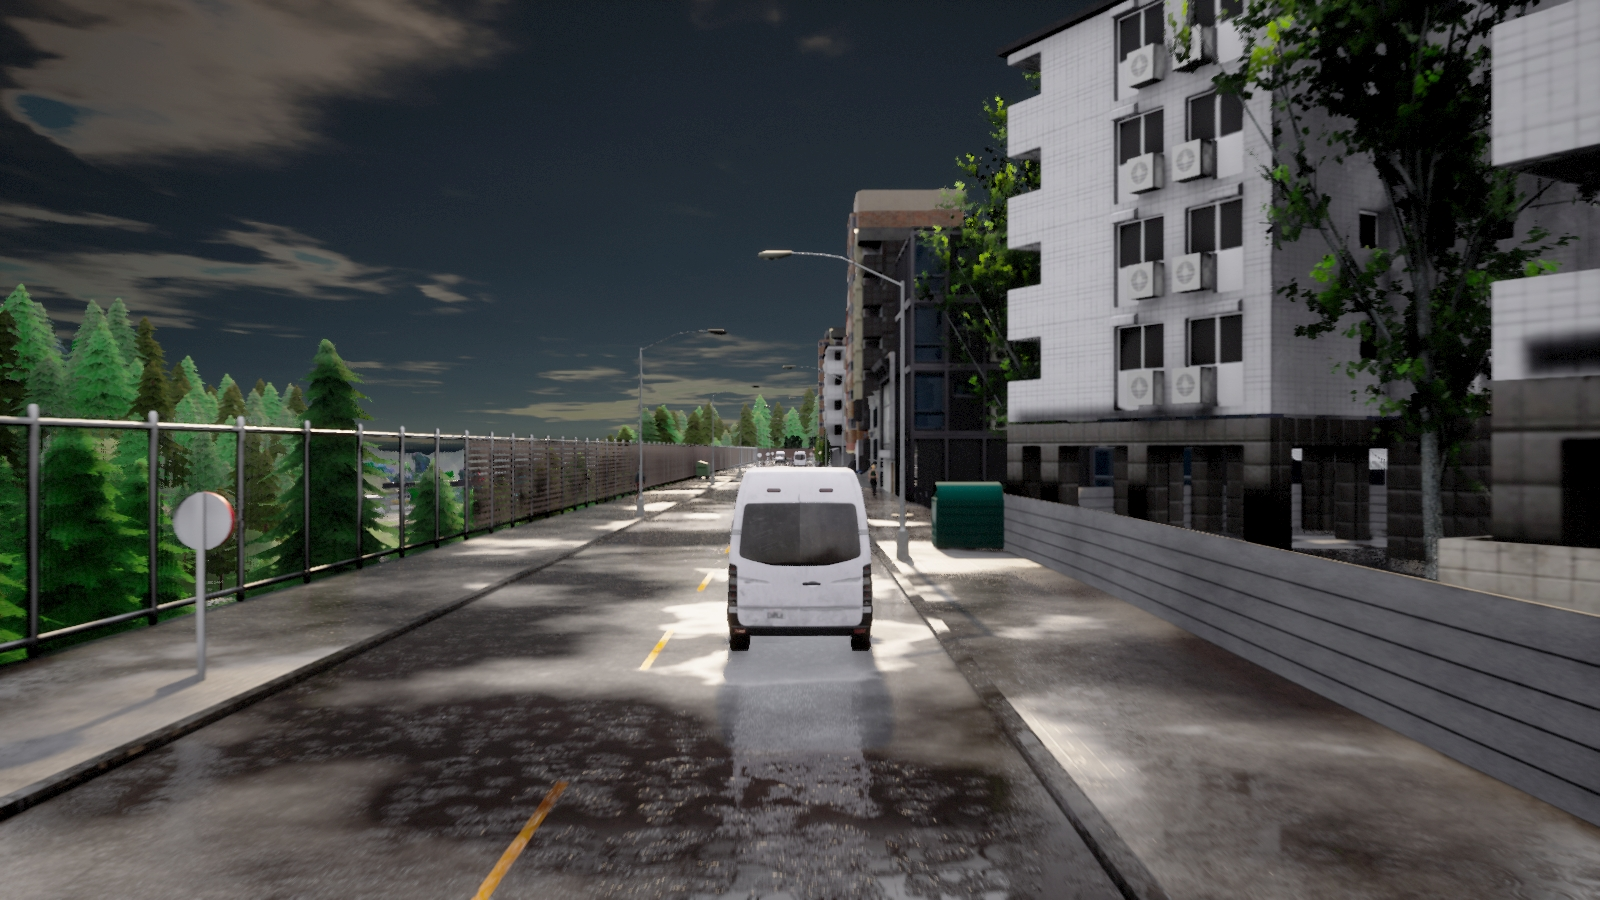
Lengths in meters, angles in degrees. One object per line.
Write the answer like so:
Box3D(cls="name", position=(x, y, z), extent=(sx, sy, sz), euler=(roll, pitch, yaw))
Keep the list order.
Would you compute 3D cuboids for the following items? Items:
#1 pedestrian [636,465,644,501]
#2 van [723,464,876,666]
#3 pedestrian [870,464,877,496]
Box3D(cls="pedestrian", position=(-8.449, 1.745, 60.472), extent=(0.375, 1.860, 0.375), euler=(0, 0, 1))
Box3D(cls="van", position=(-0.005, 1.534, 17.845), extent=(1.988, 2.561, 5.915), euler=(0, 0, 0))
Box3D(cls="pedestrian", position=(4.340, 1.744, 67.148), extent=(0.375, 1.860, 0.375), euler=(0, 0, -3))
